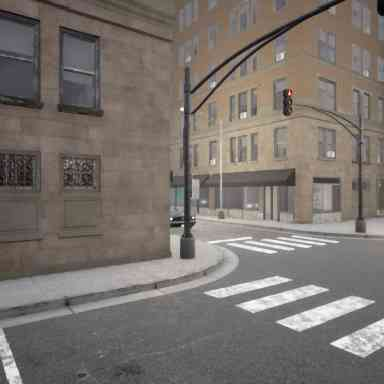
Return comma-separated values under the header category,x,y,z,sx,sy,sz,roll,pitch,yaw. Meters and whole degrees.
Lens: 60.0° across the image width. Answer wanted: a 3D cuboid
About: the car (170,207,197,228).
category,x,y,z,sx,sy,sz,roll,pitch,yaw
car,-1.760,1.502,19.830,1.895,1.301,4.718,0,0,-36
